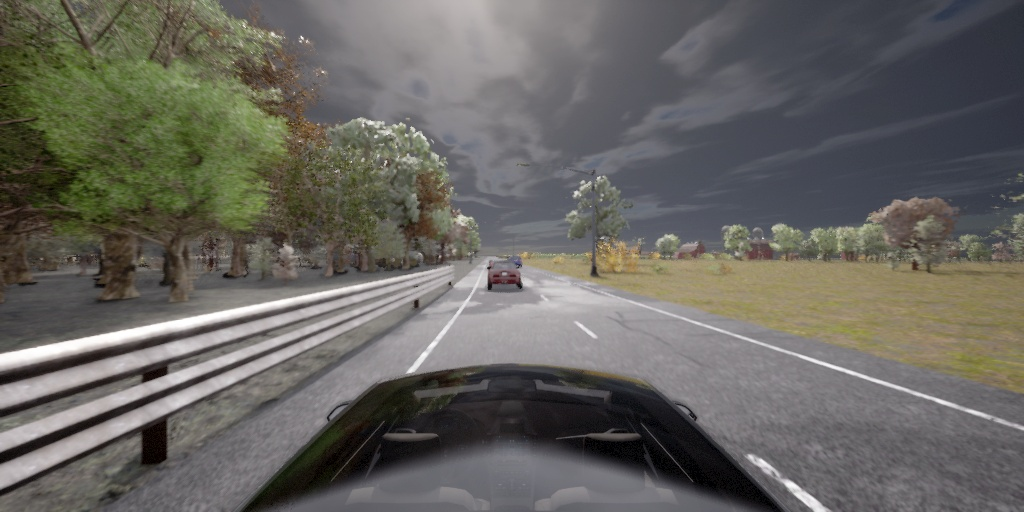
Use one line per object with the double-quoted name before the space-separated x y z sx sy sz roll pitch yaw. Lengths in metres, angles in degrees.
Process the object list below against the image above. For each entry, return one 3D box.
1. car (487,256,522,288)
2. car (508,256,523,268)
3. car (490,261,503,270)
"car" -0.558 1.107 23.692 2.097 1.767 4.553 0 0 -3
"car" 0.554 0.960 61.783 2.150 2.045 5.566 0 0 -4
"car" -2.320 1.355 53.104 1.895 1.301 4.718 0 0 -3
